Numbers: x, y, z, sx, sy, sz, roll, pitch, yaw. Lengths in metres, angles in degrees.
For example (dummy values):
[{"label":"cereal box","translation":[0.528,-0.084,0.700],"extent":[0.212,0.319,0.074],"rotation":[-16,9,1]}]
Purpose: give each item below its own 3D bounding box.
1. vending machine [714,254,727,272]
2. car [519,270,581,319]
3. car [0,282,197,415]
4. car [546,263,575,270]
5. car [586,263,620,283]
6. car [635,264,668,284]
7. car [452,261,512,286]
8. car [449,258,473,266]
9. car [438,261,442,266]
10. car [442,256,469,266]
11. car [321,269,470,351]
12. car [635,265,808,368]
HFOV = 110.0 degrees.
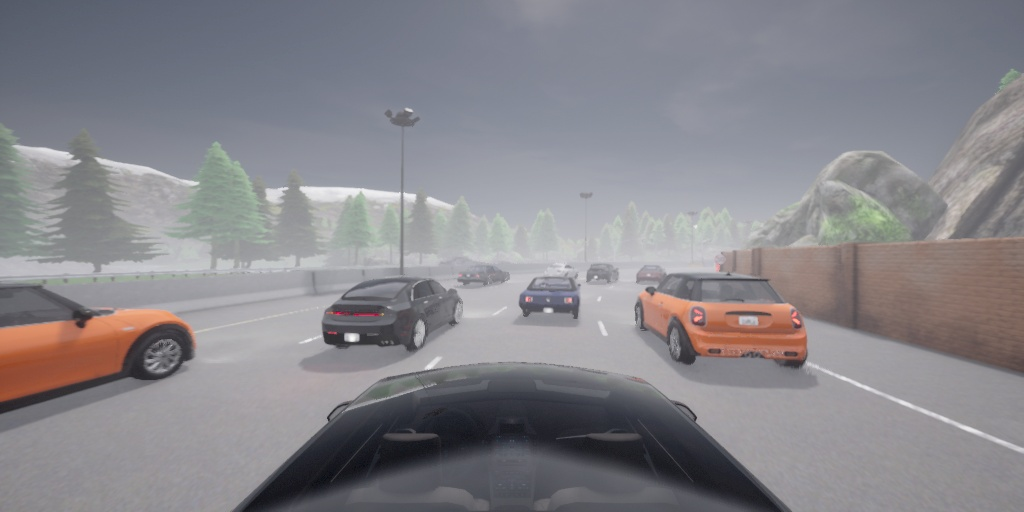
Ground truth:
[{"label":"vending machine","translation":[17.120,1.070,29.262],"extent":[1.100,2.100,0.880],"rotation":[0,0,33]},{"label":"car","translation":[1.569,1.379,13.138],"extent":[1.895,1.301,4.718],"rotation":[0,0,12]},{"label":"car","translation":[-6.661,1.078,4.376],"extent":[2.097,1.767,4.553],"rotation":[0,0,5]},{"label":"car","translation":[4.197,1.347,30.414],"extent":[1.812,1.442,4.674],"rotation":[0,0,27]},{"label":"car","translation":[7.393,1.337,28.957],"extent":[1.837,1.490,4.892],"rotation":[0,0,28]},{"label":"car","translation":[11.268,1.413,28.781],"extent":[1.994,1.385,4.181],"rotation":[0,0,29]},{"label":"car","translation":[-1.904,1.333,25.645],"extent":[2.033,1.411,5.357],"rotation":[0,0,22]},{"label":"car","translation":[-5.460,1.360,48.349],"extent":[2.033,1.411,5.357],"rotation":[0,0,35]},{"label":"car","translation":[-8.770,1.036,55.457],"extent":[2.150,2.045,5.566],"rotation":[0,-1,38]},{"label":"car","translation":[-7.296,1.162,51.626],"extent":[2.097,1.767,4.553],"rotation":[0,0,37]},{"label":"car","translation":[-2.658,1.258,9.079],"extent":[1.837,1.490,4.892],"rotation":[0,0,8]},{"label":"car","translation":[4.291,1.131,8.206],"extent":[2.097,1.767,4.553],"rotation":[0,0,7]}]
